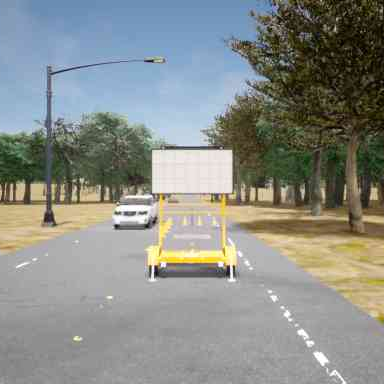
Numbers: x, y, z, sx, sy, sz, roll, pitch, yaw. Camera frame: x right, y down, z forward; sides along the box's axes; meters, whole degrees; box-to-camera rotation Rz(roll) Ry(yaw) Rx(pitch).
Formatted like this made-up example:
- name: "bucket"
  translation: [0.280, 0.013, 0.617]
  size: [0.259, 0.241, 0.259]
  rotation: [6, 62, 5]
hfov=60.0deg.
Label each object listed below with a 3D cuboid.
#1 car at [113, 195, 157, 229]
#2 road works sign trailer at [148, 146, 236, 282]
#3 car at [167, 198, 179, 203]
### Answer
- name: "car"
  translation: [-3.597, 1.235, 21.851]
  size: [2.150, 2.045, 5.566]
  rotation: [0, 0, 0]
- name: "road works sign trailer"
  translation: [0.008, 0.468, 9.784]
  size: [2.380, 3.560, 2.880]
  rotation: [0, 0, 0]
- name: "car"
  translation: [-3.556, 1.833, 62.762]
  size: [1.994, 1.385, 4.181]
  rotation: [0, -1, 0]
